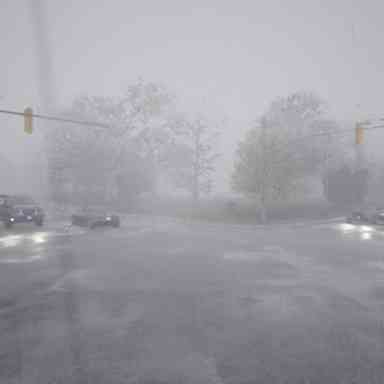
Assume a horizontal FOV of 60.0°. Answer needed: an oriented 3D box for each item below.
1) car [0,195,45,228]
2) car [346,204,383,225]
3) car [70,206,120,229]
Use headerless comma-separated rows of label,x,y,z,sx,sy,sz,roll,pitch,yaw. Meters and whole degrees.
car,-11.947,1.218,22.648,2.150,2.045,5.566,0,1,-43
car,13.321,1.640,25.133,4.181,1.385,1.994,0,0,-44
car,-6.516,1.608,22.103,1.994,1.385,4.181,0,0,-42
